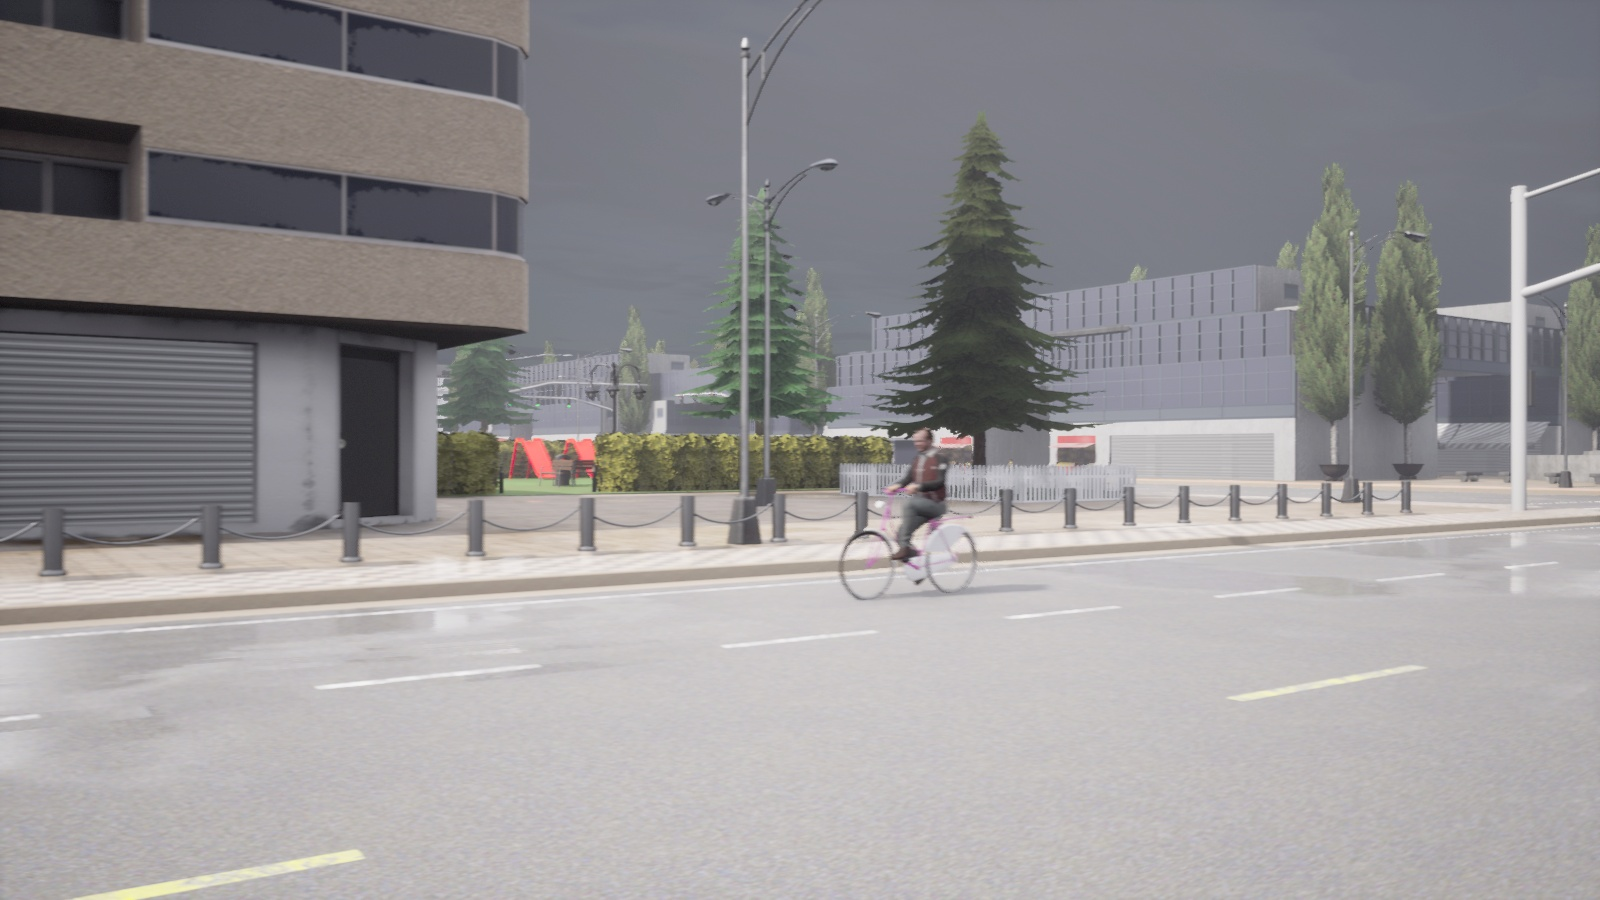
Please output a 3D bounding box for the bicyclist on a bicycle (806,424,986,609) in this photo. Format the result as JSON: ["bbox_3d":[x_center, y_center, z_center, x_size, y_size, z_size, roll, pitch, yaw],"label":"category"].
[{"bbox_3d":[1.006,0.645,12.888,1.843,1.776,0.659,0,0,-35],"label":"bicyclist on a bicycle"}]
